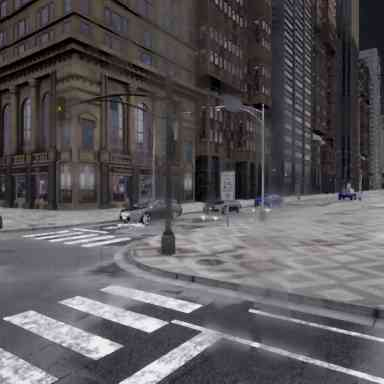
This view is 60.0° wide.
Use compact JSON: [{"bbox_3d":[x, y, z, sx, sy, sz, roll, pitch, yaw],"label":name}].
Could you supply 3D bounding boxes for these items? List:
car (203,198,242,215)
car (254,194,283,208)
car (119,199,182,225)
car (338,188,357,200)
[{"bbox_3d":[2.718,1.185,29.342,1.994,1.385,4.181,0,1,36],"label":"car"},{"bbox_3d":[8.749,0.961,37.766,1.882,1.535,5.008,0,1,36],"label":"car"},{"bbox_3d":[-2.616,1.236,21.893,2.128,1.511,4.902,0,1,36],"label":"car"},{"bbox_3d":[27.047,0.361,57.845,2.150,2.045,5.566,0,1,36],"label":"car"}]
